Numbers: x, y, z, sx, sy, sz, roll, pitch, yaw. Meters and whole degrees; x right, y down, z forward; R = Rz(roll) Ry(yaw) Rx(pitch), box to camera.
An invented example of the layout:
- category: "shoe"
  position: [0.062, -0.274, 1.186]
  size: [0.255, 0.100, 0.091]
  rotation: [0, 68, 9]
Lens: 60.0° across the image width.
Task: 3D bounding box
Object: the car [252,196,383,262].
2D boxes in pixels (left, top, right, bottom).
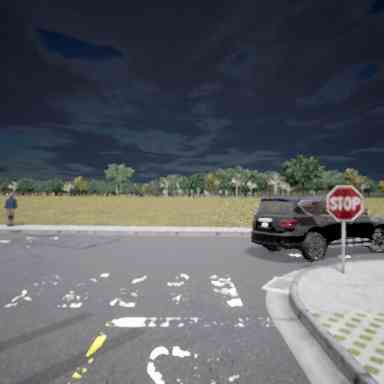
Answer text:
- category: "car"
  position: [4.779, 1.187, 12.074]
  size: [5.566, 2.045, 2.150]
  rotation: [1, -2, -27]

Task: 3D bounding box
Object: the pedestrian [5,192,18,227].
- category: "pedestrian"
  position: [-9.681, 0.916, 17.767]
  size: [0.375, 1.860, 0.375]
  rotation: [0, -1, 0]
